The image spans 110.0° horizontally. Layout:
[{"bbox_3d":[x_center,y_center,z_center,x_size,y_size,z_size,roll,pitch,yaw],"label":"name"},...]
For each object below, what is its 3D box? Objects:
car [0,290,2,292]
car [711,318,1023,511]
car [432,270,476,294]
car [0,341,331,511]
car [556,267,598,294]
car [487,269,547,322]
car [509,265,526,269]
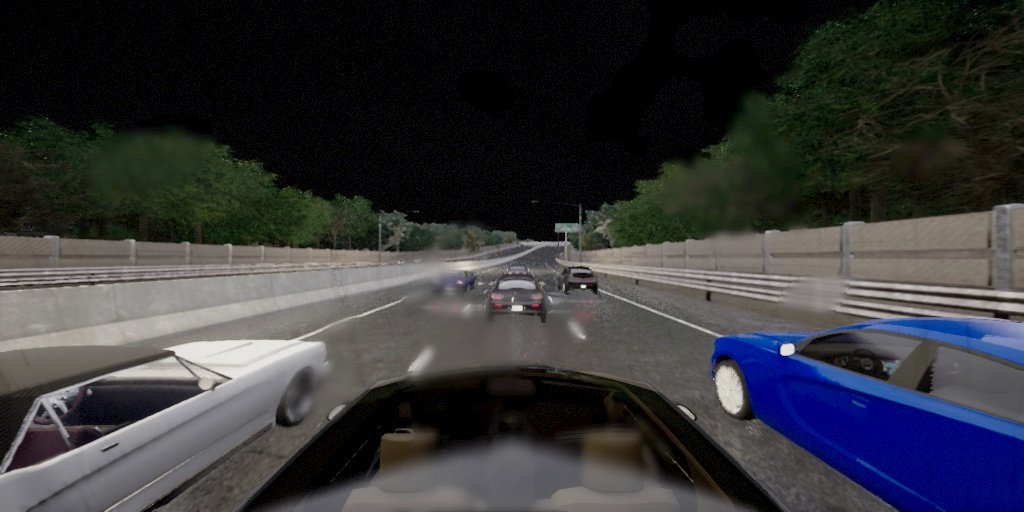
[{"bbox_3d":[-14.070,1.322,7.978,2.033,1.411,5.357,0,0,0],"label":"car"},{"bbox_3d":[3.613,1.233,2.842,1.882,1.535,5.008,0,0,0],"label":"car"},{"bbox_3d":[-3.217,1.461,21.013,1.895,1.301,4.718,0,0,1],"label":"car"},{"bbox_3d":[-3.390,1.354,2.740,1.895,1.301,4.718,0,0,0],"label":"car"},{"bbox_3d":[3.792,1.370,21.251,1.837,1.490,4.892,0,0,1],"label":"car"},{"bbox_3d":[0.173,1.332,12.474,1.812,1.442,4.674,0,0,1],"label":"car"},{"bbox_3d":[0.502,1.475,31.254,2.033,1.411,5.357,0,0,1],"label":"car"}]
